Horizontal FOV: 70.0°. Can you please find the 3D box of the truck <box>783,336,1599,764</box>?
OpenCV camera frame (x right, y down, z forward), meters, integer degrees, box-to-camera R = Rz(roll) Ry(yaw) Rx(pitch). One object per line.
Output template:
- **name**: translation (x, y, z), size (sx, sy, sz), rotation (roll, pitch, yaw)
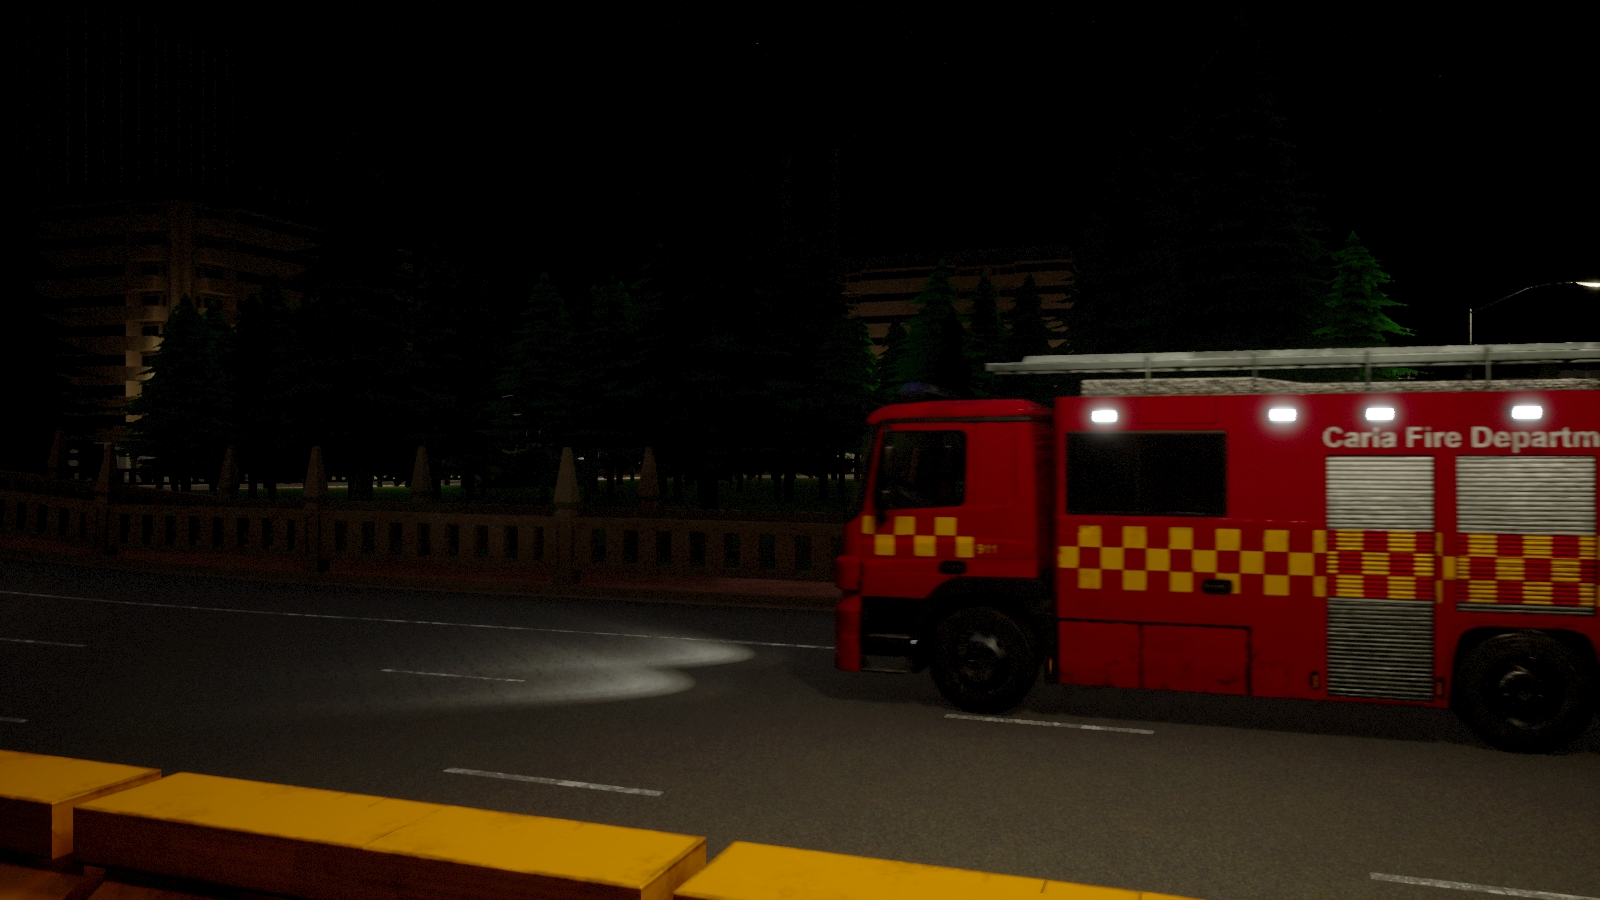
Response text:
- **truck**: translation (4.291, 0.891, 12.685), size (8.468, 3.827, 2.891), rotation (0, 0, 18)
